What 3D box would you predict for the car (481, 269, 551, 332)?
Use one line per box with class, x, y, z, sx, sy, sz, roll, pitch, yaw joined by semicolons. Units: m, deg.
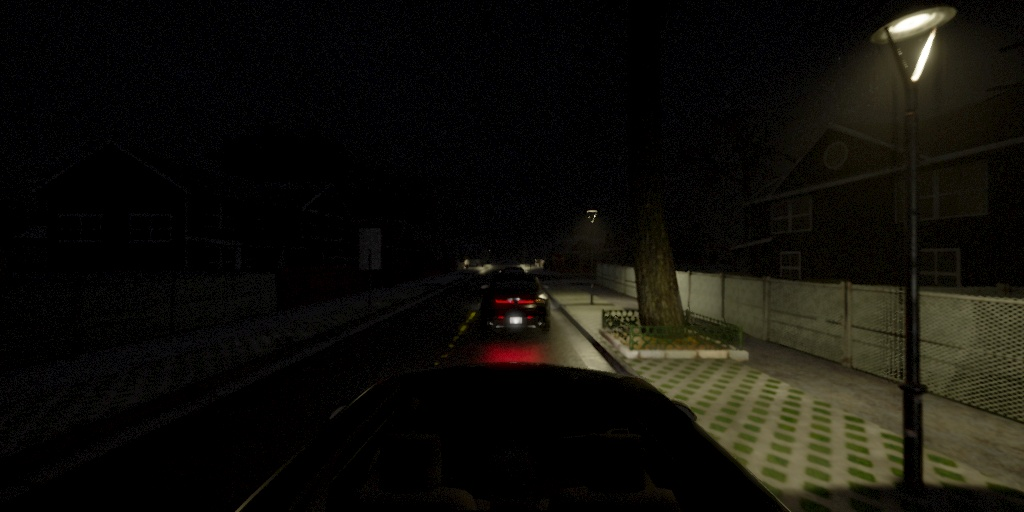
car;0.094;1.308;11.053;1.837;1.490;4.892;0;0;0
